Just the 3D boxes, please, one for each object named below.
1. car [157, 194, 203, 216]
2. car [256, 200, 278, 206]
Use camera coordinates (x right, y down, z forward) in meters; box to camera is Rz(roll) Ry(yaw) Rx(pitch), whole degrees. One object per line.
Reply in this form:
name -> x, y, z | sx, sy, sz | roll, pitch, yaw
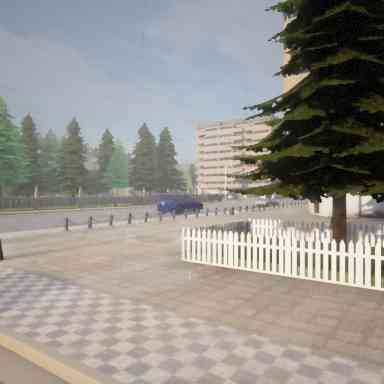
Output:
car -> -1.145, 1.221, 33.422 | 2.150, 2.045, 5.566 | 0, 0, 36
car -> 11.734, 1.601, 51.413 | 1.895, 1.301, 4.718 | 0, 0, 36
